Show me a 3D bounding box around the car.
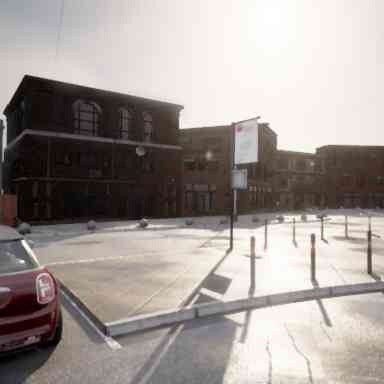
[{"bbox_3d":[-3.787,1.347,5.644,2.185,1.767,4.553,0,0,-36],"label":"car"}]
